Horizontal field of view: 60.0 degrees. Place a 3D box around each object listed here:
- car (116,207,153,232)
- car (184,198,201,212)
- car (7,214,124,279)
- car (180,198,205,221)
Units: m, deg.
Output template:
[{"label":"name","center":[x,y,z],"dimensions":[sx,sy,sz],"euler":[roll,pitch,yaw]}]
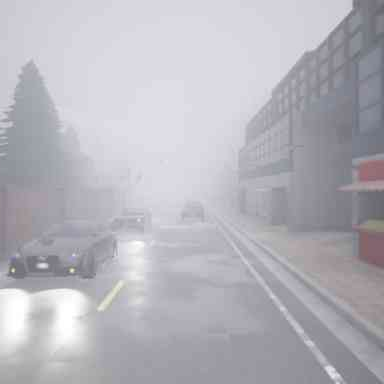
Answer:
[{"label":"car","center":[-3.571,1.609,20.082],"dimensions":[1.895,1.301,4.718],"euler":[0,0,0]},{"label":"car","center":[0.051,1.493,40.570],"dimensions":[1.882,1.535,5.008],"euler":[0,0,0]},{"label":"car","center":[-3.557,1.569,9.933],"dimensions":[1.994,1.385,4.181],"euler":[0,0,0]},{"label":"car","center":[0.065,1.503,27.553],"dimensions":[2.128,1.511,4.902],"euler":[0,0,0]}]
